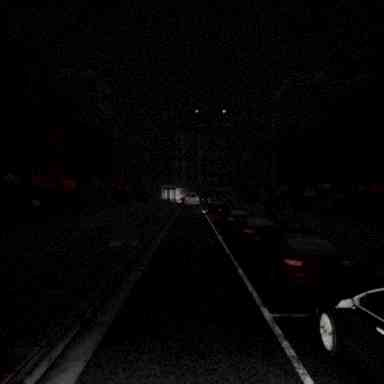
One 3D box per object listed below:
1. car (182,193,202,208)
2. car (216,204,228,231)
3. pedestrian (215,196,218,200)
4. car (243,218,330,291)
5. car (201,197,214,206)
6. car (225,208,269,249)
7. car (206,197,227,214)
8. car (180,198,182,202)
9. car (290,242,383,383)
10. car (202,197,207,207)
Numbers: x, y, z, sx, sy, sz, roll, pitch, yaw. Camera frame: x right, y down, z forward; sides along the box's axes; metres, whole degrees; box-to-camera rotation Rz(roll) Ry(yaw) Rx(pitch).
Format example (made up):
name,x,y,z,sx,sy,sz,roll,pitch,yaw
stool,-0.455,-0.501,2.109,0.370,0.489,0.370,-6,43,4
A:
name,x,y,z,sx,sy,sz,roll,pitch,yaw
car,-0.002,1.155,49.870,2.150,2.045,5.566,0,0,0
car,2.643,1.584,19.731,1.802,1.307,4.206,0,0,0
pedestrian,2.748,1.308,37.513,0.375,1.860,0.375,0,-1,0
car,2.644,1.581,8.723,1.802,1.307,4.206,1,0,0
car,2.641,1.590,58.256,2.008,1.369,4.403,0,0,0
car,2.644,1.582,14.227,1.802,1.307,4.206,1,0,0
car,2.748,1.538,34.668,1.812,1.442,4.674,0,0,0
car,-1.021,1.631,73.511,1.895,1.301,4.718,0,1,-22
car,2.645,1.550,3.220,2.008,1.369,4.403,1,0,0
car,2.642,1.472,52.752,1.967,1.590,4.097,0,0,0
